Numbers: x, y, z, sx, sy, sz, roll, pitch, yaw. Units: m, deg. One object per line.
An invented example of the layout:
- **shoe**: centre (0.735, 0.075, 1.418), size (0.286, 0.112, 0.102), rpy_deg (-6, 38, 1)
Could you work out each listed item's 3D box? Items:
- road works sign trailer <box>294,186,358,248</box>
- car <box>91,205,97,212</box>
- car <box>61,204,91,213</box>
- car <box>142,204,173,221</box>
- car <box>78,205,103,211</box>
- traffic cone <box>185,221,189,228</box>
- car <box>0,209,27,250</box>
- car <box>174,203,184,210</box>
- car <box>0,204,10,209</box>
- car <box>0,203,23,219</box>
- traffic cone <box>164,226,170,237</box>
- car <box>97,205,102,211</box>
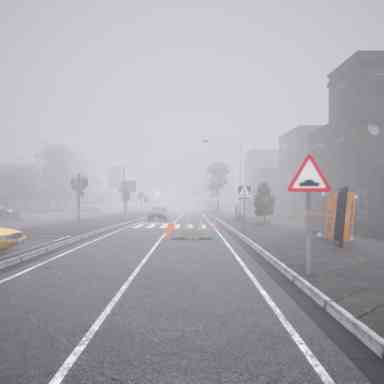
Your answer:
- **road works sign trailer**: centre (6.010, 1.014, 14.499), size (2.880, 2.380, 3.560), rpy_deg (6, -1, 13)
- **car**: centre (-21.799, 3.173, 65.082), size (4.892, 1.521, 2.231), rpy_deg (0, -2, 0)
- **car**: centre (-21.815, 3.103, 61.806), size (4.674, 1.452, 2.002), rpy_deg (0, -2, 0)
- **car**: centre (-3.307, 2.183, 33.313), size (2.033, 1.411, 5.357), rpy_deg (0, -3, 0)
- **car**: centre (-21.776, 3.426, 71.499), size (4.674, 1.452, 2.002), rpy_deg (0, -2, 0)
- **traffic cone**: centre (-0.365, 2.328, 24.193), size (0.340, 0.580, 0.340), rpy_deg (0, -2, 0)
- **car**: centre (-9.369, 1.587, 12.939), size (5.366, 1.575, 1.946), rpy_deg (0, -1, 0)
- **car**: centre (-3.013, 4.053, 90.471), size (2.128, 1.511, 4.902), rpy_deg (0, -2, 0)
- **car**: centre (-21.890, 2.190, 34.315), size (4.674, 1.452, 2.002), rpy_deg (0, -2, 0)
- **car**: centre (-21.950, 2.128, 37.489), size (4.553, 1.767, 2.185), rpy_deg (0, -2, 0)
- **traffic cone**: centre (-1.371, 2.171, 18.194), size (0.340, 0.580, 0.340), rpy_deg (0, -1, 0)
- **car**: centre (-21.797, 3.281, 68.353), size (5.008, 1.535, 2.097), rpy_deg (0, -2, 0)
